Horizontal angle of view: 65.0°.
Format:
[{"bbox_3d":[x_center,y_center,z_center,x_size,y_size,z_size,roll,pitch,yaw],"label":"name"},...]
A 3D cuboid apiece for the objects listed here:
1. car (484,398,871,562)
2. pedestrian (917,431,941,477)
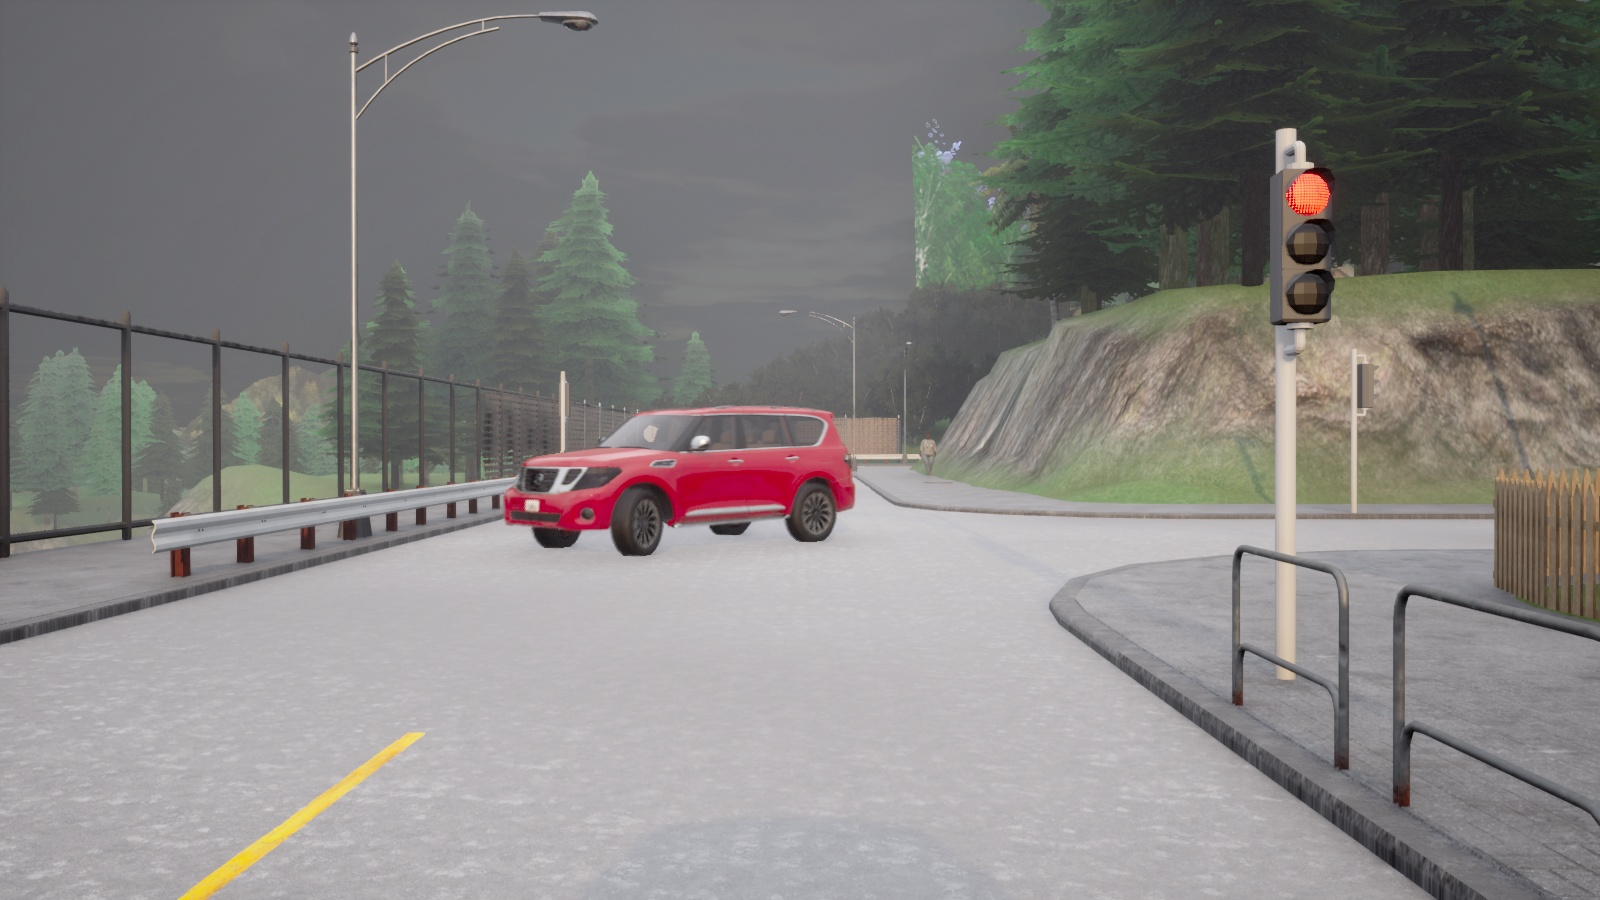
[{"bbox_3d":[-1.595,0.360,18.371,2.150,2.045,5.566,0,0,44],"label":"car"},{"bbox_3d":[5.257,0.171,51.289,0.874,1.855,0.900,0,0,-1],"label":"pedestrian"}]
